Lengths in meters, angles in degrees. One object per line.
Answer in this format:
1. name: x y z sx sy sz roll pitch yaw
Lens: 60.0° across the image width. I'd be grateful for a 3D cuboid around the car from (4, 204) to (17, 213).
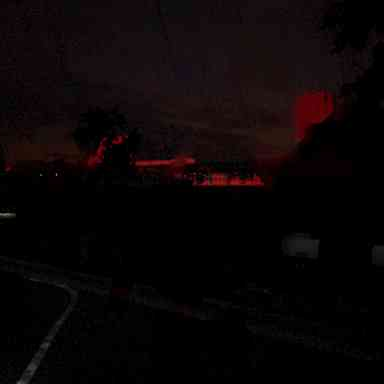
1. car: -16.614 1.429 34.922 2.033 1.411 5.357 1 1 33
